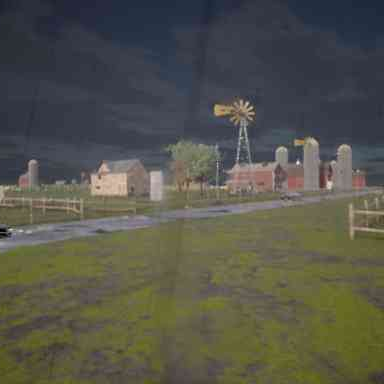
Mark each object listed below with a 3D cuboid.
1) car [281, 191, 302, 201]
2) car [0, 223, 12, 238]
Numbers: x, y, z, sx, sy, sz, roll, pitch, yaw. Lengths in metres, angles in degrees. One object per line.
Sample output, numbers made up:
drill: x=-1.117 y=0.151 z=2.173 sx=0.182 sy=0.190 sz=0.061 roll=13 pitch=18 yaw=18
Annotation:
car: x=14.748 y=0.535 z=49.405 sx=1.994 sy=1.385 sz=4.181 roll=-1 pitch=1 yaw=36
car: x=-9.307 y=1.360 z=11.468 sx=2.033 sy=1.411 sz=5.357 roll=-1 pitch=1 yaw=36
